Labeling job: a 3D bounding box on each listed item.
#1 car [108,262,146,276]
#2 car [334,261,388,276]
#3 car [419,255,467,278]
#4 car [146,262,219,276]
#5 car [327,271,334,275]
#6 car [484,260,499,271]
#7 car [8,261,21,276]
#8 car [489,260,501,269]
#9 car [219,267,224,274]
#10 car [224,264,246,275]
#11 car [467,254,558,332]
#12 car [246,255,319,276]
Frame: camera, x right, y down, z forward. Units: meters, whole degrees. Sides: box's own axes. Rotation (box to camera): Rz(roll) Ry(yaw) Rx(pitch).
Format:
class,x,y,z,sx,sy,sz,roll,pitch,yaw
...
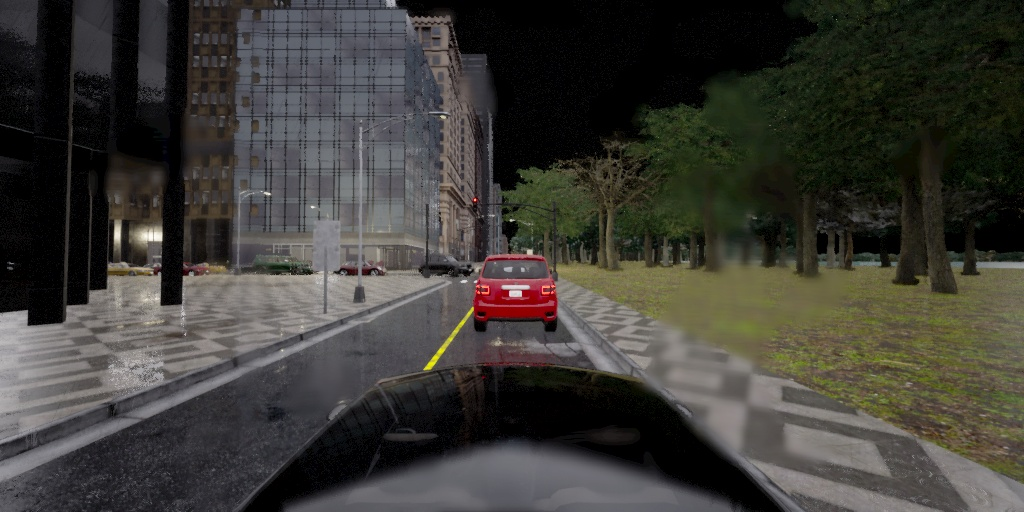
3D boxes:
class,x,y,z,sx,sy,sz,roll,pitch,yaw
car,-35.245,1.227,32.674,4.829,1.417,1.751,0,0,0
car,-13.497,1.129,32.672,4.097,1.591,1.967,0,0,-1
car,-6.061,0.933,33.075,5.566,2.045,2.150,-1,-1,31
car,-29.927,1.244,32.673,4.507,1.381,1.888,0,0,0
car,-18.949,1.484,41.195,4.313,1.339,1.948,0,0,0
car,-3.037,1.394,53.109,2.033,1.411,5.357,0,0,-3
car,-46.391,1.148,32.674,4.097,1.591,1.967,0,0,0
car,-2.972,1.452,63.153,1.994,1.385,4.181,0,0,1
car,-35.579,1.454,41.196,4.829,1.417,1.751,0,0,0
car,-29.922,1.491,41.196,4.313,1.339,1.948,0,0,0
car,0.104,0.976,11.071,2.150,2.045,5.566,0,0,0
car,-22.378,0.986,35.361,5.566,2.045,2.150,0,-2,0
